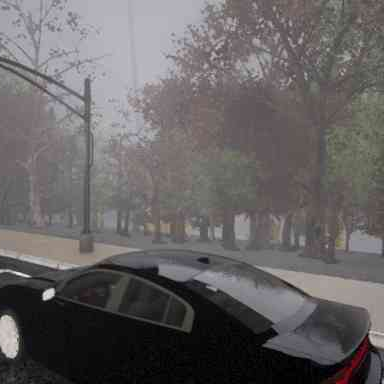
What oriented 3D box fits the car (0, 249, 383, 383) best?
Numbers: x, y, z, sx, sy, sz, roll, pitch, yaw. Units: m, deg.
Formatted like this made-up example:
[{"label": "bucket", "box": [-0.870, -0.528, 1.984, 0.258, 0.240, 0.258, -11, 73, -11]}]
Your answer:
[{"label": "car", "box": [-0.535, 1.476, 4.114, 5.008, 1.535, 1.882, 0, 0, 36]}]
